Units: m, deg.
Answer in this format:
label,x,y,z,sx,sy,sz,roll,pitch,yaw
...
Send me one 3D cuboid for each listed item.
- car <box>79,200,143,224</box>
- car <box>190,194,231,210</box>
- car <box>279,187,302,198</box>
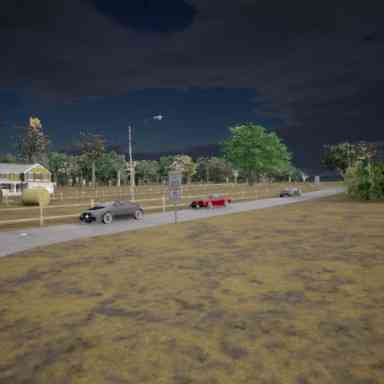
label,x,y,z,sx,sy,sz,roll,pitch,yaw
car,-5.116,1.223,21.476,1.994,1.385,4.181,-2,1,36
car,1.775,0.900,31.134,1.895,1.301,4.718,-2,1,36
car,14.529,0.049,48.858,2.033,1.411,5.357,-2,1,36
